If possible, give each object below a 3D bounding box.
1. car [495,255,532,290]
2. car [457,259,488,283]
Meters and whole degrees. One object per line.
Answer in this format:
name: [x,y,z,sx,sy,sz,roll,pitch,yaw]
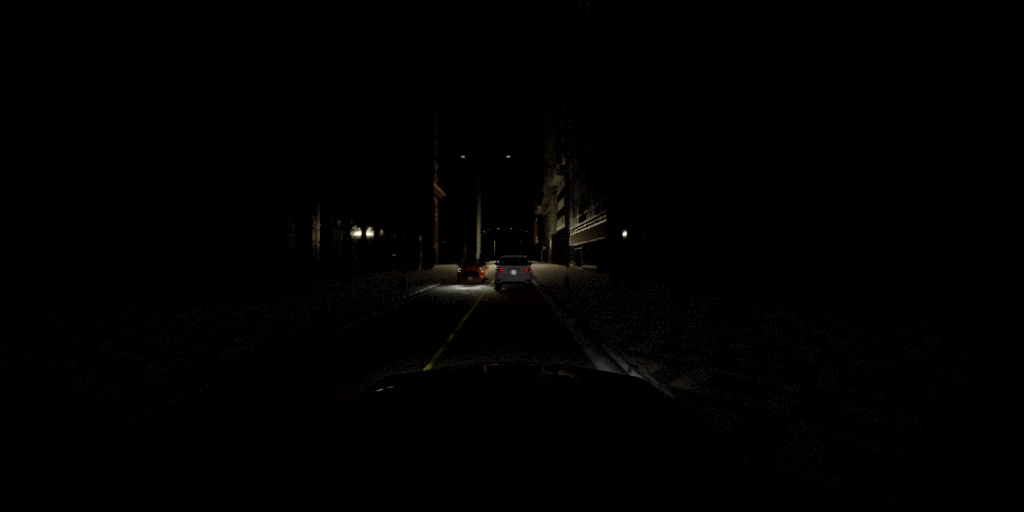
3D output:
car: [0.096,0.965,22.671,2.150,2.045,5.566,0,0,0]
car: [-3.006,1.016,27.989,2.097,1.767,4.553,0,0,0]
